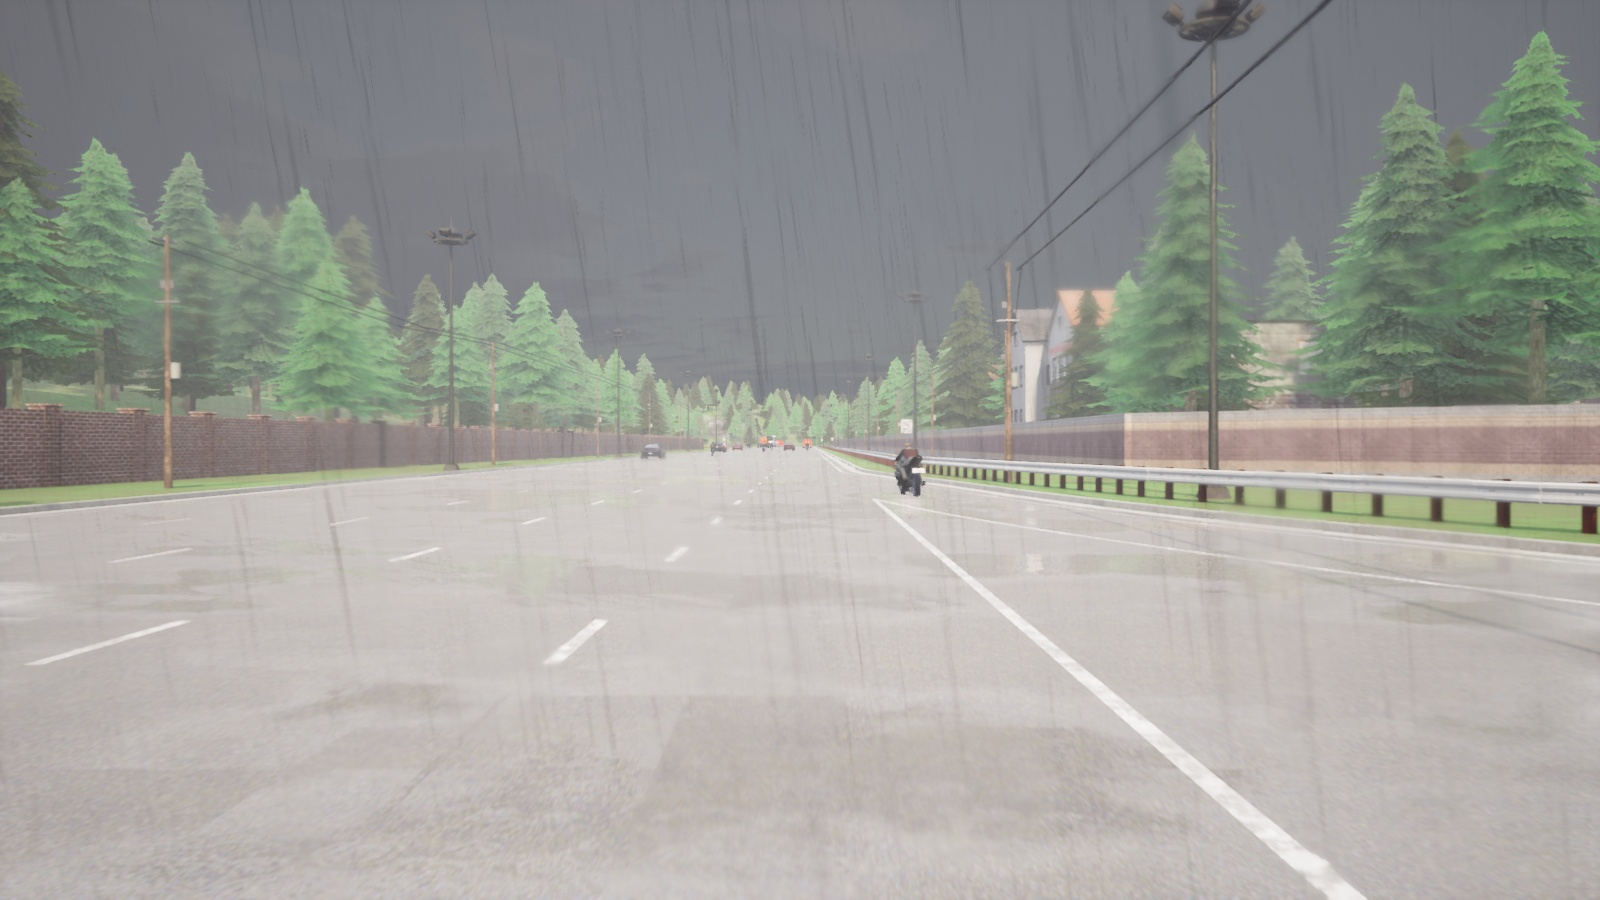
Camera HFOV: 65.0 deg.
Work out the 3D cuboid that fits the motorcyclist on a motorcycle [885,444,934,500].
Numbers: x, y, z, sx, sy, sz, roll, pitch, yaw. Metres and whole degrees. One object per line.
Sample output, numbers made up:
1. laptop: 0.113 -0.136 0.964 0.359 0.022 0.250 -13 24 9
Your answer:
1. motorcyclist on a motorcycle: 3.059 0.584 35.444 0.866 1.530 2.191 0 0 -9
